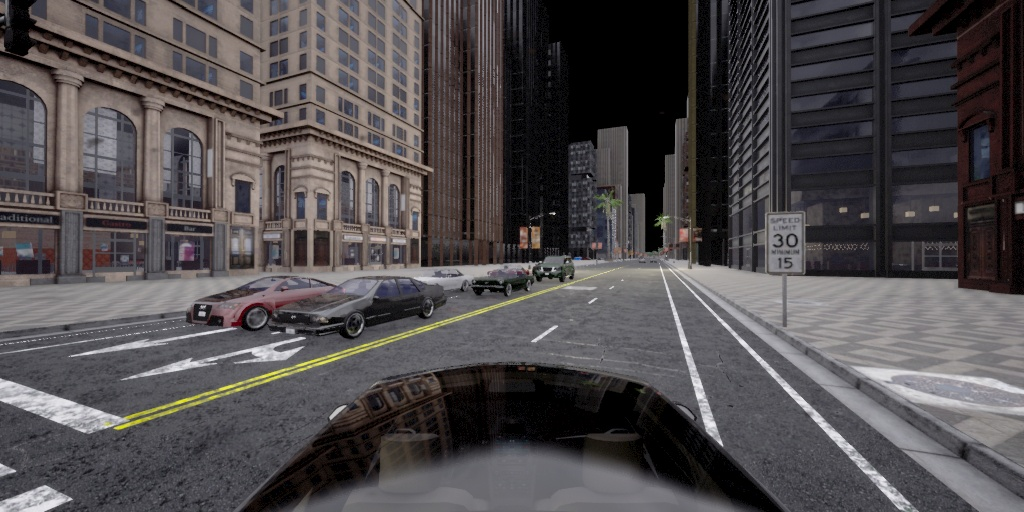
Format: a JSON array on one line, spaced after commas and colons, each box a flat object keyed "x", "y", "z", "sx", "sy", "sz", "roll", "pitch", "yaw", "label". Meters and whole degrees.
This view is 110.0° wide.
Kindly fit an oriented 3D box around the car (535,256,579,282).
[{"x": 3.637, "y": 0.986, "z": 29.324, "sx": 2.150, "sy": 2.045, "sz": 5.566, "roll": 0, "pitch": 0, "yaw": 22, "label": "car"}]

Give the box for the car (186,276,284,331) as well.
[{"x": -7.254, "y": 1.315, "z": 11.106, "sx": 1.994, "sy": 1.385, "sz": 4.181, "roll": 0, "pitch": 0, "yaw": 22, "label": "car"}]

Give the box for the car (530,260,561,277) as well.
[{"x": 3.645, "y": 1.250, "z": 37.903, "sx": 1.882, "sy": 1.535, "sz": 5.008, "roll": 0, "pitch": 0, "yaw": 23, "label": "car"}]

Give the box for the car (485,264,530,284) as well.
[{"x": -0.224, "y": 1.363, "z": 28.459, "sx": 1.895, "sy": 1.301, "sz": 4.718, "roll": 0, "pitch": 0, "yaw": 22, "label": "car"}]

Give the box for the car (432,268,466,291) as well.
[{"x": -3.967, "y": 1.356, "z": 19.227, "sx": 1.895, "sy": 1.301, "sz": 4.718, "roll": 0, "pitch": 0, "yaw": 22, "label": "car"}]

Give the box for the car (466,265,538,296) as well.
[{"x": -0.384, "y": 1.357, "z": 19.412, "sx": 1.895, "sy": 1.301, "sz": 4.718, "roll": 0, "pitch": 0, "yaw": 22, "label": "car"}]

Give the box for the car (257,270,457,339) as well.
[{"x": -3.986, "y": 1.299, "z": 10.525, "sx": 2.033, "sy": 1.411, "sz": 5.357, "roll": 0, "pitch": 0, "yaw": 22, "label": "car"}]
